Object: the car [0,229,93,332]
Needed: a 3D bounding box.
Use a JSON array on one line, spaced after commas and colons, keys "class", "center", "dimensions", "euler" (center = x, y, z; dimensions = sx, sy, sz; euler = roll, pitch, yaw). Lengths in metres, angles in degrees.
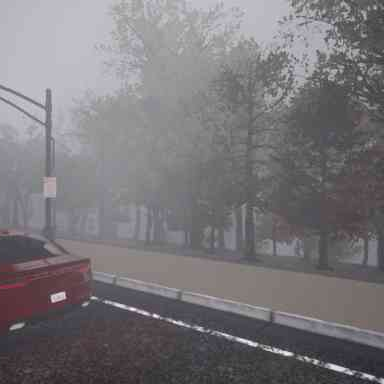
[{"class": "car", "center": [-4.086, 1.477, 6.598], "dimensions": [5.008, 1.535, 1.882], "euler": [0, 0, 36]}]
